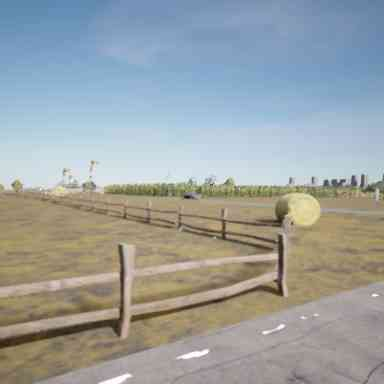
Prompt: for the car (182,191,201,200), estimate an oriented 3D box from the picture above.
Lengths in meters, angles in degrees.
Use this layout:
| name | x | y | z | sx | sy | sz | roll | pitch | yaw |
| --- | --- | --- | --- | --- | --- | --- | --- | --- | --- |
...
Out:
| name | x | y | z | sx | sy | sz | roll | pitch | yaw |
| --- | --- | --- | --- | --- | --- | --- | --- | --- | --- |
| car | -0.063 | 0.695 | 66.416 | 2.097 | 1.767 | 4.553 | 3 | 0 | -35 |
